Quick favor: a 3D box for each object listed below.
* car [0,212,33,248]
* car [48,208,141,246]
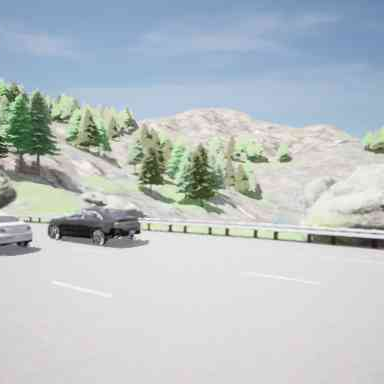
[{"bbox_3d":[-8.340,1.522,13.369,4.674,1.442,1.812,0,0,31],"label":"car"},{"bbox_3d":[-4.544,1.479,15.160,4.902,1.511,2.128,0,0,32],"label":"car"}]
